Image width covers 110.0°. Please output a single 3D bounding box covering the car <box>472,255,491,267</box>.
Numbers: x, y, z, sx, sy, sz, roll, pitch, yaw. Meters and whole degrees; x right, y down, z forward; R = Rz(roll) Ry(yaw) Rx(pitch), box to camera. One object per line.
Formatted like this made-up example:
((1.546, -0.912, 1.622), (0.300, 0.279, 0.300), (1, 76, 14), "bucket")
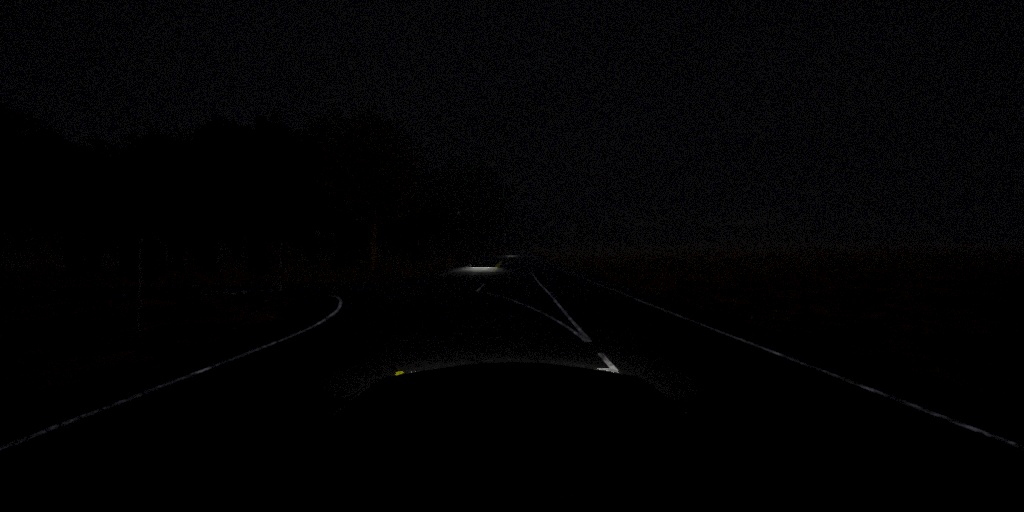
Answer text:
((-3.520, 0.543, 42.500), (1.994, 1.385, 4.181), (0, 1, 0), "car")
